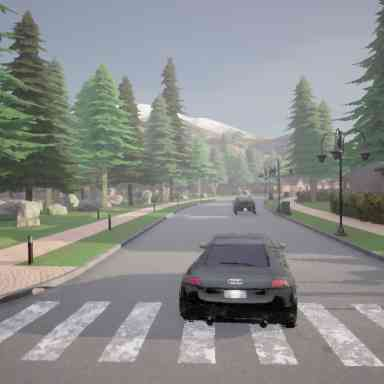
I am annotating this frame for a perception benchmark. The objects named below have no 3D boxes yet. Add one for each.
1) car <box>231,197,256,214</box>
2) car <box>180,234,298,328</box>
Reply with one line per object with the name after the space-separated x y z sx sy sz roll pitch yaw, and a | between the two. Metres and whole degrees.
4.734 1.193 30.451 1.837 1.490 4.892 -1 0 5 | car
1.068 1.581 7.114 1.994 1.385 4.181 -2 -1 11 | car
